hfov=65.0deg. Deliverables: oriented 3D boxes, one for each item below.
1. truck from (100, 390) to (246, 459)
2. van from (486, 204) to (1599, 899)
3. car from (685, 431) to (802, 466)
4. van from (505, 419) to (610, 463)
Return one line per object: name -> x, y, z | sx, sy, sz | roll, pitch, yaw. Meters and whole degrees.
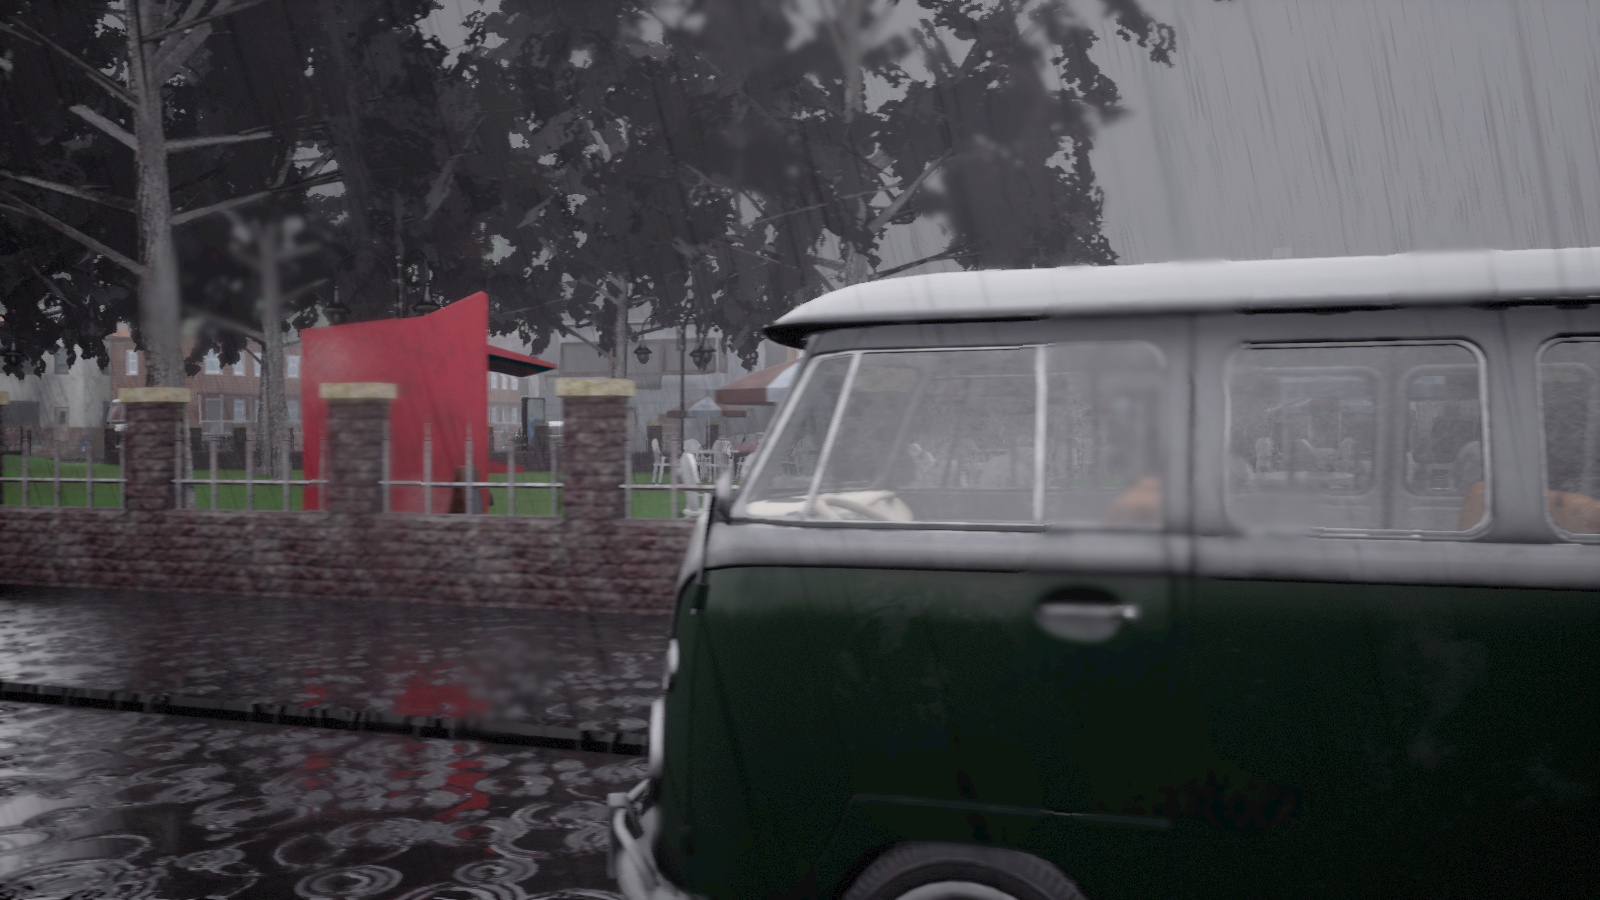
truck -> -33.493, -1.363, 67.519 | 2.891, 3.462, 7.936 | 0, 1, 9
van -> 1.639, 0.535, 3.161 | 4.442, 1.987, 1.775 | 1, 1, 18
car -> -2.538, -0.089, 56.549 | 4.792, 1.488, 2.163 | 1, 1, 19
van -> -11.499, -0.447, 59.572 | 4.480, 2.038, 2.069 | 1, 1, 19
